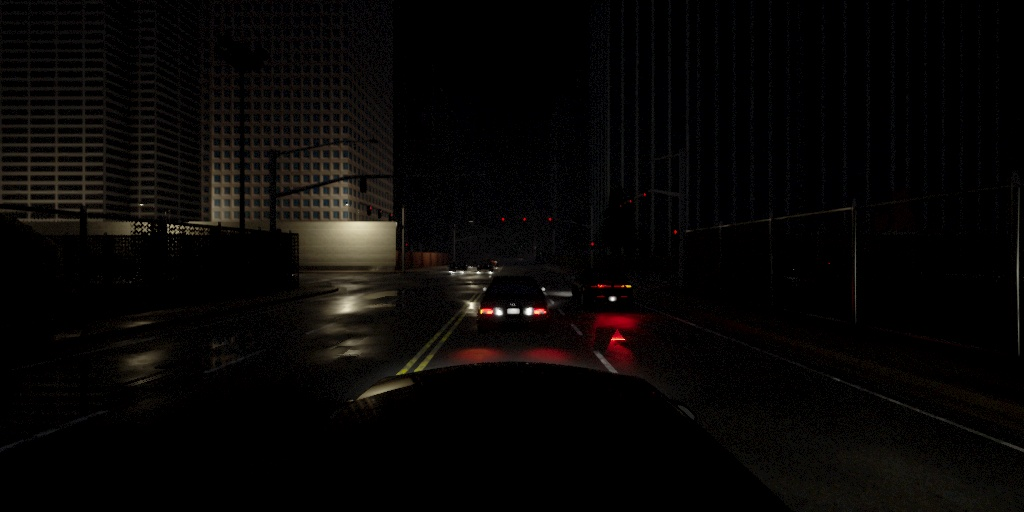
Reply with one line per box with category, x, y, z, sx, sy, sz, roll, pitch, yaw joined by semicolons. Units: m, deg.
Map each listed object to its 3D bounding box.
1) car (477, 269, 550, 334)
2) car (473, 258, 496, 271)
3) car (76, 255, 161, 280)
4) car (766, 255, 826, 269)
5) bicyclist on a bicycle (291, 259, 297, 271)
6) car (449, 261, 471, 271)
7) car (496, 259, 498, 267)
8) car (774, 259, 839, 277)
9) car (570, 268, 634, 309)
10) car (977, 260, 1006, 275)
car;0.055;1.295;10.600;2.033;1.411;5.357;0;0;1
car;-3.596;1.214;47.726;1.882;1.535;5.008;0;0;0
car;-32.558;0.907;29.785;5.566;2.045;2.150;0;0;0
car;29.385;0.905;36.858;5.566;2.045;2.150;0;0;0
bicyclist on a bicycle;-25.578;0.984;41.753;0.582;1.620;1.656;0;0;0
car;-7.111;1.300;47.771;1.994;1.385;4.181;0;0;1
car;-3.560;1.084;64.150;2.097;1.767;4.553;0;0;0
car;27.622;1.211;33.345;4.674;1.442;1.812;0;0;0
car;3.636;1.251;15.026;1.837;1.490;4.892;0;0;2
car;50.920;1.163;36.721;5.008;1.535;1.882;0;0;0
